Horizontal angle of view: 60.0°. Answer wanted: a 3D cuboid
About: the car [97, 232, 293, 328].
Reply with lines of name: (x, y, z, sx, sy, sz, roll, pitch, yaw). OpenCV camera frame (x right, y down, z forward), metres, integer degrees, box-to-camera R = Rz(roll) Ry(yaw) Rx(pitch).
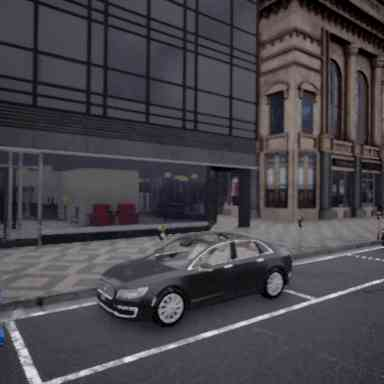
car: (0.274, 1.567, 6.947, 4.403, 1.369, 2.008, 0, 0, -35)

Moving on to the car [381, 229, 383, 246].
car: (9.438, 1.494, 13.472, 4.097, 1.590, 1.967, 0, 0, -35)

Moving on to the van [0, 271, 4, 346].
van: (-4.306, 1.335, 3.683, 3.998, 1.788, 1.690, 0, 0, -35)
